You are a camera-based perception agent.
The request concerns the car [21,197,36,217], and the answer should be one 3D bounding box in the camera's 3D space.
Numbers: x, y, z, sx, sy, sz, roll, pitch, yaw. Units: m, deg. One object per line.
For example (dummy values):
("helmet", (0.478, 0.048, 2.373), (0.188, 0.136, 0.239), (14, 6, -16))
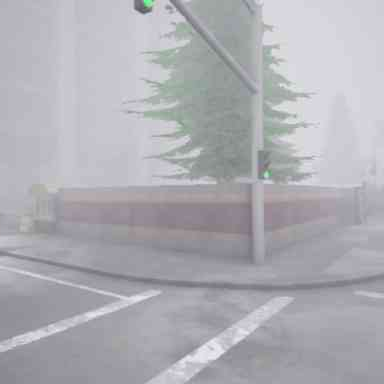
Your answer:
("car", (-13.538, 1.352, 29.601), (3.866, 1.878, 1.905), (-1, 0, 36))
